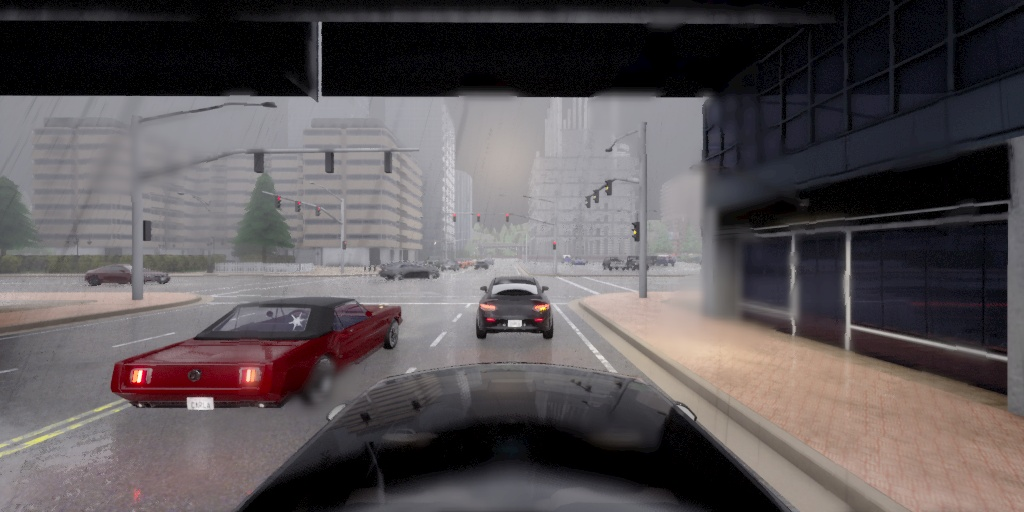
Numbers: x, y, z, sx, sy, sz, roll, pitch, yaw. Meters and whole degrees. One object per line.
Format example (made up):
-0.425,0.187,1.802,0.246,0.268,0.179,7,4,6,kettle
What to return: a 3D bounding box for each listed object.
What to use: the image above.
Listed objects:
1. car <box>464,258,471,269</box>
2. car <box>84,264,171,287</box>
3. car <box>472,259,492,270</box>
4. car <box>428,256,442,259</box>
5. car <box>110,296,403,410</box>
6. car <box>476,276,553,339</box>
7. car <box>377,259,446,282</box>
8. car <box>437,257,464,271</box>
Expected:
-8.183,1.102,56.280,2.097,1.767,4.553,0,0,0,car
-25.954,1.276,24.250,4.674,1.442,1.812,0,0,0,car
-4.482,1.255,54.103,1.837,1.490,4.892,0,0,0,car
-11.666,0.971,53.929,2.150,2.045,5.566,0,0,-1,car
-3.441,1.351,6.201,1.895,1.301,4.718,0,0,0,car
0.070,1.276,9.967,1.812,1.442,4.674,0,0,0,car
-8.166,1.241,28.580,4.902,1.511,2.128,0,0,-42,car
-8.115,1.241,47.368,2.128,1.511,4.902,0,0,0,car
